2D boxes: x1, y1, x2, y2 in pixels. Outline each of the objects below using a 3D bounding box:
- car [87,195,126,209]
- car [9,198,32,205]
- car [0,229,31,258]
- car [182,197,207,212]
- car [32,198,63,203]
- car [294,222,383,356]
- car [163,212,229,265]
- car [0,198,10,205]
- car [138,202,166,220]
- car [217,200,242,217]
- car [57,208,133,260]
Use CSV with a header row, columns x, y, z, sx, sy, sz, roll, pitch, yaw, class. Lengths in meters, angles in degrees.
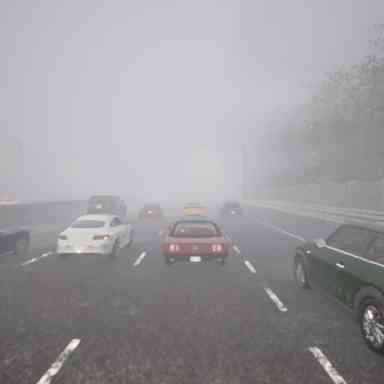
x,y,z,sx,sy,sz,roll,pitch,yaw,class
-6.901,1.241,27.310,2.150,2.045,5.566,0,0,0,car
-21.073,1.562,42.963,1.812,1.442,4.674,0,0,0,car
-6.899,1.607,10.220,1.895,1.301,4.718,0,0,0,car
0.105,1.499,29.660,1.882,1.535,5.008,0,0,0,car
-17.582,1.512,41.740,1.882,1.535,5.008,0,0,0,car
3.540,1.333,6.256,2.097,1.767,4.553,0,0,0,car
0.104,1.607,11.607,1.895,1.301,4.718,0,0,0,car
-24.571,1.514,43.218,1.882,1.535,5.008,0,0,0,car
-3.395,1.585,28.745,1.994,1.385,4.181,0,0,0,car
3.501,1.498,30.953,1.837,1.490,4.892,0,0,0,car
-3.396,1.533,12.286,1.812,1.442,4.674,0,0,0,car
